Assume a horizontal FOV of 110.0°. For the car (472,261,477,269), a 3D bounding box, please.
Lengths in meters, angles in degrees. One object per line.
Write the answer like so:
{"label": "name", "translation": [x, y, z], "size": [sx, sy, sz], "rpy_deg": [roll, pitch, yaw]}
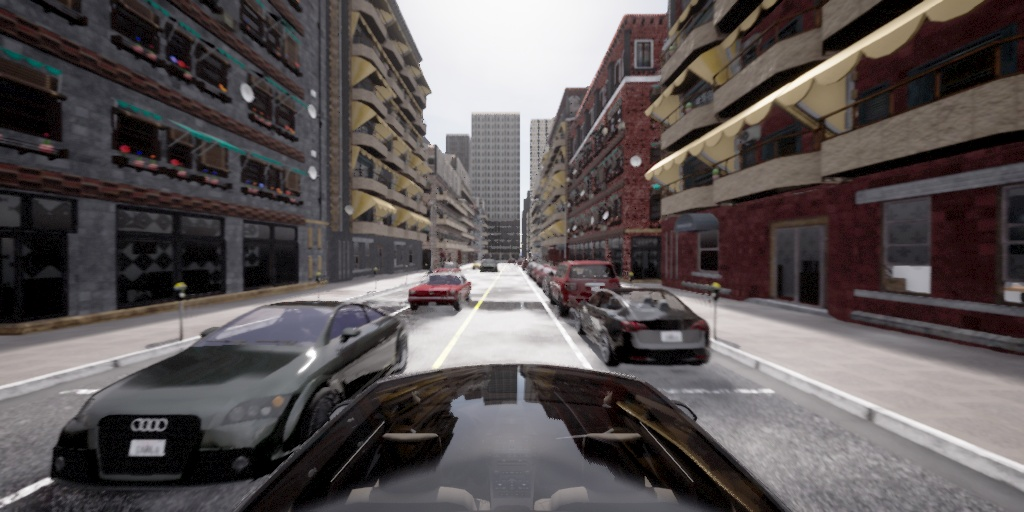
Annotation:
{"label": "car", "translation": [-5.365, 1.407, 57.558], "size": [1.751, 1.417, 4.829], "rpy_deg": [0, 0, 0]}

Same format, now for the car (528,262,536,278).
{"label": "car", "translation": [2.540, 1.400, 30.011], "size": [1.802, 1.307, 4.207], "rpy_deg": [0, 0, 0]}

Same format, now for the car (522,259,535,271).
{"label": "car", "translation": [2.531, 1.394, 41.109], "size": [2.007, 1.370, 4.403], "rpy_deg": [0, 0, 0]}

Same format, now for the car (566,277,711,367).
{"label": "car", "translation": [2.560, 1.331, 7.815], "size": [1.948, 1.339, 4.313], "rpy_deg": [0, 0, 0]}

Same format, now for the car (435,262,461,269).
{"label": "car", "translation": [-5.340, 1.259, 29.983], "size": [1.967, 1.591, 4.097], "rpy_deg": [0, 0, 0]}

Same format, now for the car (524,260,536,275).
{"label": "car", "translation": [2.536, 1.397, 35.560], "size": [1.948, 1.339, 4.313], "rpy_deg": [0, 0, 0]}

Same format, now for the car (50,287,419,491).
{"label": "car", "translation": [-2.835, 1.322, 4.789], "size": [1.994, 1.385, 4.181], "rpy_deg": [0, 0, 0]}

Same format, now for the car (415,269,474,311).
{"label": "car", "translation": [-2.814, 1.384, 14.908], "size": [1.895, 1.301, 4.718], "rpy_deg": [0, 0, 0]}

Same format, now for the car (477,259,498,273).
{"label": "car", "translation": [-2.864, 1.206, 45.657], "size": [2.097, 1.767, 4.553], "rpy_deg": [0, 0, 0]}

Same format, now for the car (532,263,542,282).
{"label": "car", "translation": [2.545, 1.387, 24.462], "size": [1.802, 1.307, 4.207], "rpy_deg": [0, 0, 0]}

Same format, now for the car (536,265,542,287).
{"label": "car", "translation": [2.550, 1.343, 18.913], "size": [2.007, 1.370, 4.403], "rpy_deg": [0, 0, 0]}

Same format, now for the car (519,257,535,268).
{"label": "car", "translation": [2.521, 1.184, 52.207], "size": [2.192, 1.841, 5.009], "rpy_deg": [0, 0, 0]}

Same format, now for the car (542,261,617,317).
{"label": "car", "translation": [2.555, 1.093, 13.364], "size": [2.192, 1.841, 5.009], "rpy_deg": [0, 0, 0]}
